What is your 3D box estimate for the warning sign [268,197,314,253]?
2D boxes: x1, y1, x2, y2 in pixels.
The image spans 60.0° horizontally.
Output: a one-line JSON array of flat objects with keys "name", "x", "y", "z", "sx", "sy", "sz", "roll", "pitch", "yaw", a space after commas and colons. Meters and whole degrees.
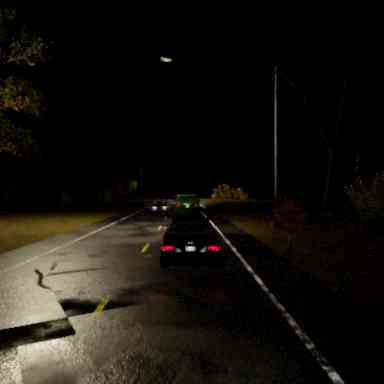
[{"name": "warning sign", "x": 3.468, "y": 1.112, "z": 11.765, "sx": 1.300, "sy": 1.860, "sz": 1.060, "roll": 1, "pitch": 1, "yaw": -1}]

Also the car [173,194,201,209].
[{"name": "car", "x": -0.421, "y": 1.208, "z": 28.799, "sx": 2.150, "sy": 2.045, "sz": 5.566, "roll": 0, "pitch": 0, "yaw": -1}]

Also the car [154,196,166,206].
[{"name": "car", "x": -5.140, "y": 1.430, "z": 53.529, "sx": 1.882, "sy": 1.535, "sz": 5.008, "roll": 0, "pitch": 0, "yaw": -3}]

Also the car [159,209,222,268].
[{"name": "car", "x": -0.047, "y": 1.545, "z": 11.286, "sx": 2.033, "sy": 1.411, "sz": 5.357, "roll": 0, "pitch": 0, "yaw": 0}]

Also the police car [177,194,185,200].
[{"name": "police car", "x": -2.867, "y": 1.292, "z": 86.918, "sx": 1.930, "sy": 1.638, "sz": 5.238, "roll": 0, "pitch": 0, "yaw": -4}]
